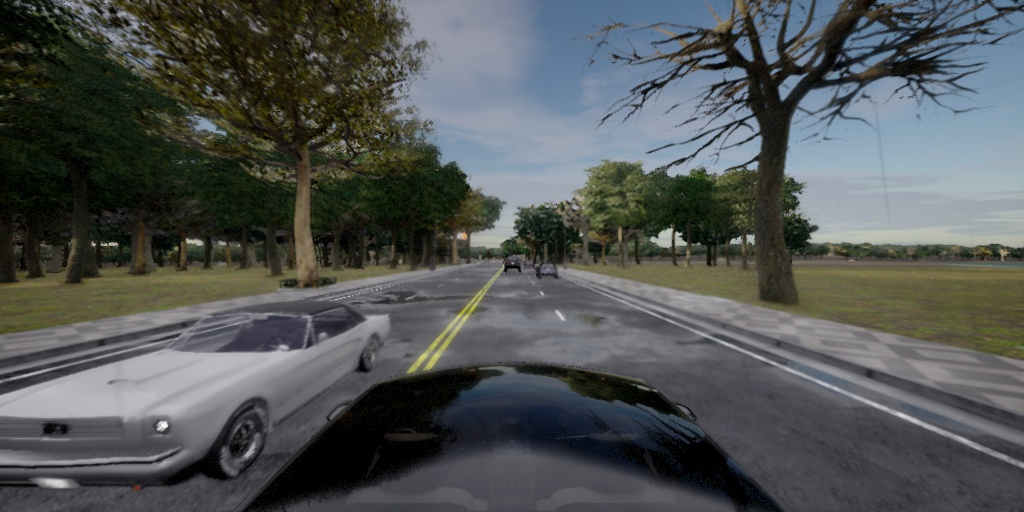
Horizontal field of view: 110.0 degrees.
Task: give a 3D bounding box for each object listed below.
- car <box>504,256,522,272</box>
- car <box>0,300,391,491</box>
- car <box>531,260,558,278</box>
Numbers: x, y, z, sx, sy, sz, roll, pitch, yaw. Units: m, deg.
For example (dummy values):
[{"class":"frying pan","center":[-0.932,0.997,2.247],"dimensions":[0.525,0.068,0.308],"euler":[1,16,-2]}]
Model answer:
[{"class":"car","center":[0.087,1.061,48.233],"dimensions":[2.150,2.045,5.566],"euler":[0,0,0]},{"class":"car","center":[-3.324,1.352,4.824],"dimensions":[1.895,1.301,4.718],"euler":[0,0,0]},{"class":"car","center":[3.252,1.319,34.233],"dimensions":[2.033,1.649,4.856],"euler":[0,-1,0]}]
